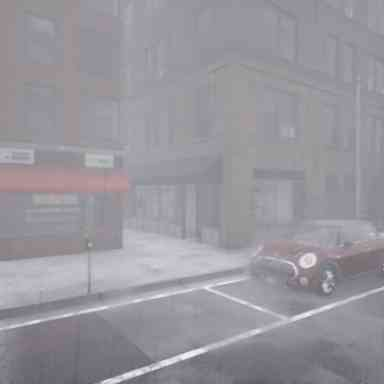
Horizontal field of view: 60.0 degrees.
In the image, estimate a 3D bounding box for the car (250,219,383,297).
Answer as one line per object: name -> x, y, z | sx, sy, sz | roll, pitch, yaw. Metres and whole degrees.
car -> 3.410, 1.479, 8.646 | 4.097, 1.590, 1.967 | 0, 0, -36
